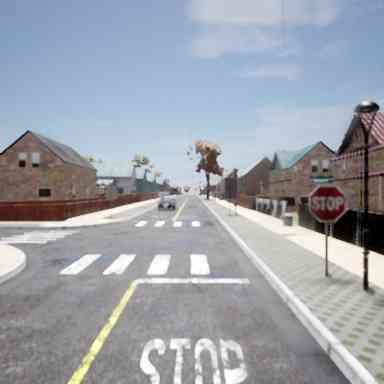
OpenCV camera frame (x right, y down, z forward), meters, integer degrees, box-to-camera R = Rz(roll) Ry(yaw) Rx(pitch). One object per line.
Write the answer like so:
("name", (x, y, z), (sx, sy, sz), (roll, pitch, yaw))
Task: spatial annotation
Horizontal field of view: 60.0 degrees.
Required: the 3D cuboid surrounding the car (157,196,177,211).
("car", (-2.663, 1.210, 36.229), (2.128, 1.511, 4.902), (0, 1, 0))
